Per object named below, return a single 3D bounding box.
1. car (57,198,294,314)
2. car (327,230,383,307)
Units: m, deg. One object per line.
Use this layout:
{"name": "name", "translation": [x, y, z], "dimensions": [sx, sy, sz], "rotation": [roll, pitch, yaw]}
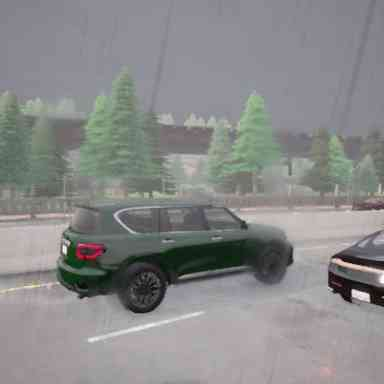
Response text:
{"name": "car", "translation": [-0.130, 1.167, 7.704], "dimensions": [5.566, 2.045, 2.150], "rotation": [0, 0, -33]}
{"name": "car", "translation": [4.800, 1.443, 6.570], "dimensions": [4.902, 1.511, 2.128], "rotation": [0, 0, -30]}
